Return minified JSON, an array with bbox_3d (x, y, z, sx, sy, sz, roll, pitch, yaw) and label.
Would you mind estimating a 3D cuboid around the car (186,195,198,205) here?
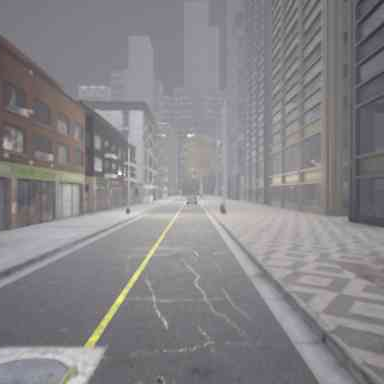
[{"bbox_3d":[-0.004,1.635,58.978,1.994,1.385,4.181,0,0,0],"label":"car"}]
